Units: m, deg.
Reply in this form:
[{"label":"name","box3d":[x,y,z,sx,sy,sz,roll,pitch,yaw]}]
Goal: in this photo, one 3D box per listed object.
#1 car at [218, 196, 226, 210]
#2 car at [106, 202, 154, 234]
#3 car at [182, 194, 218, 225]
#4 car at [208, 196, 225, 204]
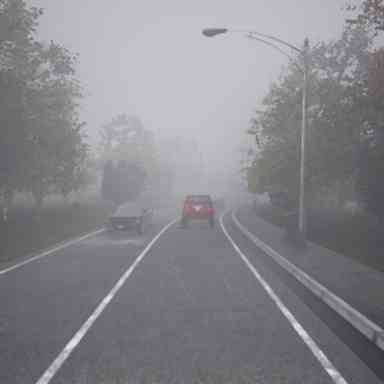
[{"label":"car","box3d":[3.216,1.412,42.866,2.128,1.511,4.902,1,0,12]},{"label":"car","box3d":[-3.400,1.371,18.897,1.882,1.535,5.008,0,2,3]},{"label":"car","box3d":[0.517,1.155,23.565,2.150,2.045,5.566,0,0,3]},{"label":"car","box3d":[4.514,1.406,60.848,1.994,1.385,4.181,2,1,20]}]
